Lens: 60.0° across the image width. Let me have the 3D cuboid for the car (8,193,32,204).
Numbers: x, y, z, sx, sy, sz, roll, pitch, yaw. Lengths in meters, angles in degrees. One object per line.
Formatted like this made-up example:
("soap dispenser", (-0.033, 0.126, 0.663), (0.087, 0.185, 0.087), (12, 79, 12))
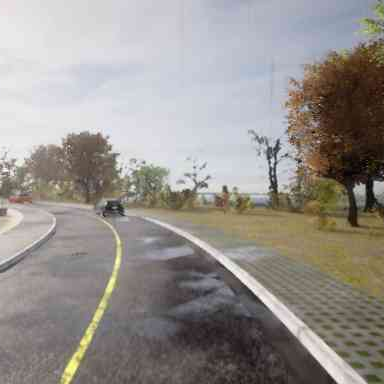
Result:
("car", (-27.513, 0.972, 53.198), (4.553, 1.767, 2.097), (1, 0, 41))

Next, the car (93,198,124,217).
("car", (-7.495, 1.379, 29.902), (2.033, 1.649, 4.856), (1, 0, -27))
